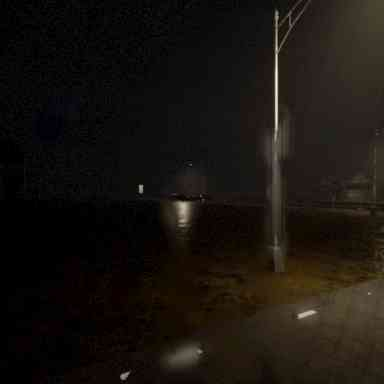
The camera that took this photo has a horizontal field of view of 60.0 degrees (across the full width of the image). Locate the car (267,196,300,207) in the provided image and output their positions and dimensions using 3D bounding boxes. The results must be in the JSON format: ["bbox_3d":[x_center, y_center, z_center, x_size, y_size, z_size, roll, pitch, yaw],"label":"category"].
[{"bbox_3d":[11.737,1.254,42.806,1.994,1.385,4.181,2,0,-35],"label":"car"}]

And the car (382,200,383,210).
[{"bbox_3d":[20.766,1.101,30.696,2.150,2.045,5.566,2,0,-41],"label":"car"}]

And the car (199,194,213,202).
[{"bbox_3d":[2.043,1.096,62.709,1.837,1.490,4.892,2,-1,-35],"label":"car"}]

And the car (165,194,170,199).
[{"bbox_3d":[-3.998,0.952,71.235,1.895,1.301,4.718,2,-1,-35],"label":"car"}]

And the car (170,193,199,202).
[{"bbox_3d":[-1.415,0.963,61.482,1.882,1.535,5.008,2,-1,-35],"label":"car"}]
